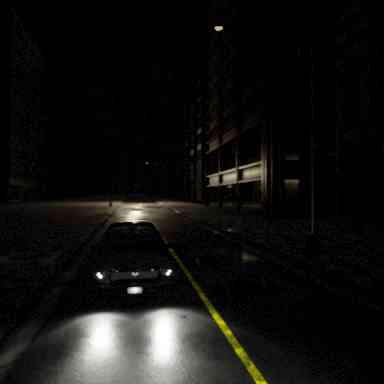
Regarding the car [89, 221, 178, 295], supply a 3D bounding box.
[{"bbox_3d":[-1.650,1.546,9.159,2.033,1.411,5.357,0,0,-12],"label":"car"}]
